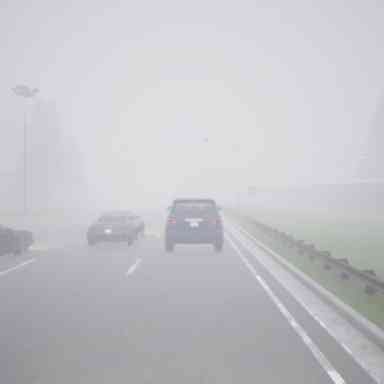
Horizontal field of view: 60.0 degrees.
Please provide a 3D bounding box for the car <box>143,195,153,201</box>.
[{"bbox_3d":[-10.521,1.506,80.051,1.895,1.301,4.718,0,0,0],"label":"car"}]

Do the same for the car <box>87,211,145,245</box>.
[{"bbox_3d":[-3.415,1.568,15.601,1.994,1.385,4.181,0,0,0],"label":"car"}]

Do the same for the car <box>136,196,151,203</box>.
[{"bbox_3d":[-10.518,1.547,69.596,2.033,1.411,5.357,0,0,0],"label":"car"}]

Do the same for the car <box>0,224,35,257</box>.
[{"bbox_3d":[-6.931,1.550,10.245,2.033,1.411,5.357,0,0,0],"label":"car"}]

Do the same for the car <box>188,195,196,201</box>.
[{"bbox_3d":[-0.021,1.463,80.024,1.994,1.385,4.181,0,0,0],"label":"car"}]

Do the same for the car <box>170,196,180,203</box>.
[{"bbox_3d":[-3.518,1.560,70.015,1.994,1.385,4.181,0,0,0],"label":"car"}]

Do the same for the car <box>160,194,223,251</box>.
[{"bbox_3d":[0.085,1.224,14.158,2.150,2.045,5.566,0,0,0],"label":"car"}]

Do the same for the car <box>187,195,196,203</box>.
[{"bbox_3d":[-0.018,1.490,70.433,1.837,1.490,4.892,0,0,0],"label":"car"}]

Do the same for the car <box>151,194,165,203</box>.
[{"bbox_3d":[-7.018,1.605,70.877,1.895,1.301,4.718,0,0,0],"label":"car"}]

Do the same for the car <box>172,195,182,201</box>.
[{"bbox_3d":[-3.521,1.451,80.023,2.033,1.411,5.357,0,0,0],"label":"car"}]
